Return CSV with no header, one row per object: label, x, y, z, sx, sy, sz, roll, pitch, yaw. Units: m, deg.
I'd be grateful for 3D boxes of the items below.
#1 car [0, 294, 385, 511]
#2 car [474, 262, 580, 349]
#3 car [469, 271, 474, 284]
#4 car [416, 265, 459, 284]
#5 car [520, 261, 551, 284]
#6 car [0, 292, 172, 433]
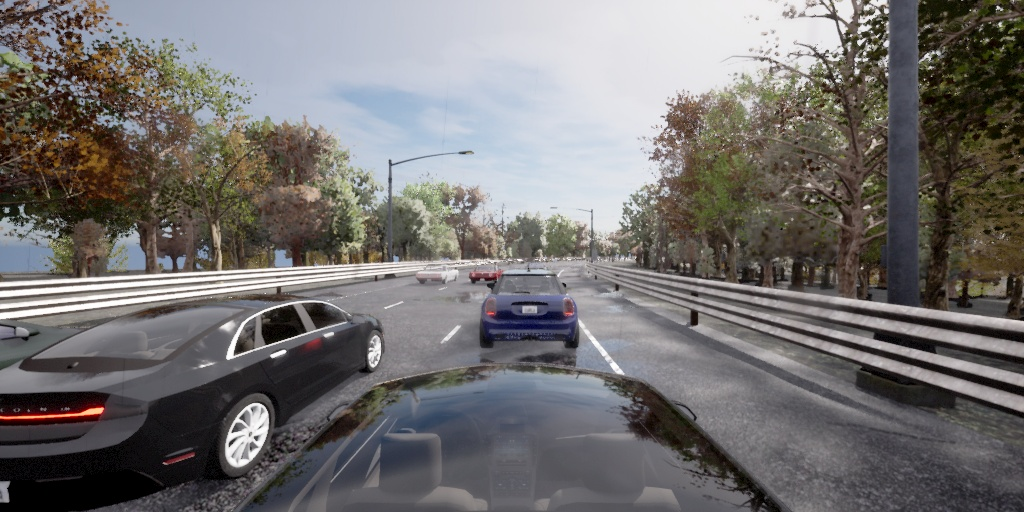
car,-3.286,1.252,4.708,1.837,1.490,4.892,0,0,1
car,0.393,1.098,9.348,2.097,1.767,4.553,0,0,1
car,-1.766,1.327,26.646,1.895,1.301,4.718,0,0,7
car,-5.330,1.319,26.301,1.895,1.301,4.718,0,0,6
car,1.938,1.227,28.121,2.128,1.511,4.902,0,0,7
car,-6.804,1.311,4.006,1.994,1.385,4.181,0,0,1
